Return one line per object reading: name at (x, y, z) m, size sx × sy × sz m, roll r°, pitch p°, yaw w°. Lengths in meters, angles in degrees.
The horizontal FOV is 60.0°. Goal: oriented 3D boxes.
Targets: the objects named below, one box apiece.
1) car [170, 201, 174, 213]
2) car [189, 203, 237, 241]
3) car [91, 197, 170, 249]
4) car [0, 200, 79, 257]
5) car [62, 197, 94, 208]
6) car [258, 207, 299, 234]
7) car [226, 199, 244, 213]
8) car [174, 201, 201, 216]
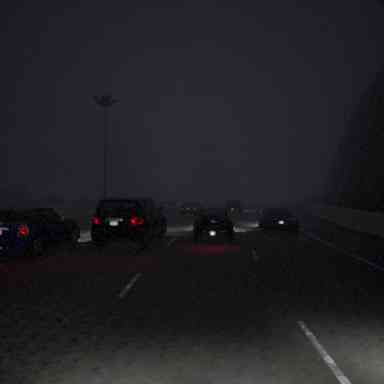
car at (-2.625, 1.659, 36.903) m, size 1.895 × 1.301 × 4.718 m, roll 0°, pitch 0°, yaw 12°
car at (1.143, 1.535, 16.827) m, size 1.837 × 1.490 × 4.892 m, roll 0°, pitch 0°, yaw 6°
car at (-2.600, 1.242, 14.800) m, size 2.150 × 2.045 × 5.566 m, roll 0°, pitch 0°, yaw 5°
car at (-6.223, 1.364, 13.125) m, size 2.097 × 1.767 × 4.553 m, roll 0°, pitch 0°, yaw 4°
car at (-17.297, 1.549, 50.823) m, size 2.128 × 1.511 × 4.902 m, roll 0°, pitch 0°, yaw 16°
car at (5.024, 1.606, 19.736) m, size 1.994 × 1.385 × 4.181 m, roll 0°, pitch 0°, yaw 7°
car at (4.950, 1.578, 38.446) m, size 1.837 × 1.490 × 4.892 m, roll 0°, pitch 0°, yaw 13°
car at (0.135, 1.604, 33.178) m, size 2.033 × 1.411 × 5.357 m, roll 0°, pitch 0°, yaw 12°
